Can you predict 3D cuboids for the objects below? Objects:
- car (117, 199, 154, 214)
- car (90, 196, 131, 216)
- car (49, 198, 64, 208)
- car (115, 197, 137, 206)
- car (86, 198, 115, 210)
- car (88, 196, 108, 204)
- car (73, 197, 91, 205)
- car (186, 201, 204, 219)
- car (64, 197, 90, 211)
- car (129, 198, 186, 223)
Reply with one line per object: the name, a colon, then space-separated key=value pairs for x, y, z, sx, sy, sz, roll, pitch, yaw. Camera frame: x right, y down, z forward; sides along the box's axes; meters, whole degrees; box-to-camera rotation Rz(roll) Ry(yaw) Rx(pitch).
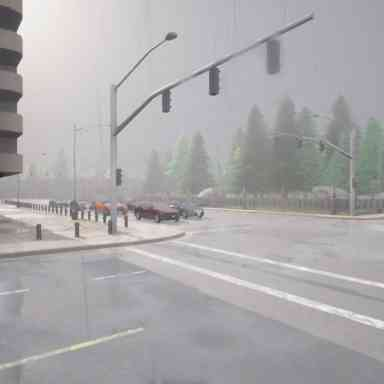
car: x=-6.385 y=1.547 z=37.224 sx=2.128 sy=1.511 sz=4.902 roll=0 pitch=0 yaw=-36
car: x=-8.320 y=1.407 z=33.947 sx=2.097 sy=1.767 sz=4.553 roll=0 pitch=0 yaw=-36
car: x=-20.021 y=1.603 z=49.856 sx=2.033 sy=1.411 sz=5.357 roll=0 pitch=0 yaw=-36
car: x=-11.009 y=1.581 z=55.611 sx=1.812 sy=1.442 sz=4.674 roll=0 pitch=0 yaw=-36
car: x=-12.552 y=1.603 z=45.580 sx=2.033 sy=1.411 sz=5.357 roll=0 pitch=0 yaw=-36
car: x=-18.740 y=1.547 z=66.049 sx=2.128 sy=1.511 sz=4.902 roll=0 pitch=0 yaw=-36
car: x=-20.807 y=1.656 z=62.957 sx=1.895 sy=1.301 sz=4.718 roll=0 pitch=0 yaw=-36
car: x=-0.867 y=1.547 z=29.758 sx=2.128 sy=1.511 sz=4.902 roll=0 pitch=0 yaw=-36
car: x=-13.748 y=1.547 z=41.307 sx=2.128 sy=1.511 sz=4.902 roll=0 pitch=0 yaw=-36
car: x=-2.851 y=1.533 z=26.553 sx=1.882 sy=1.535 sz=5.008 roll=0 pitch=0 yaw=-36
